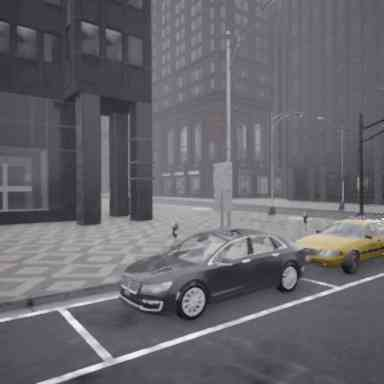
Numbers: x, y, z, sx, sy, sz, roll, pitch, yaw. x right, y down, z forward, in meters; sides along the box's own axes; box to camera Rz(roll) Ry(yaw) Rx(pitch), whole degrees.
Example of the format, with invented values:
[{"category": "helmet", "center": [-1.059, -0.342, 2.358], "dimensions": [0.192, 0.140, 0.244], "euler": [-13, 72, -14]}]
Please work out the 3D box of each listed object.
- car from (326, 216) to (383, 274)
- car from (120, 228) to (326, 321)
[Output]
[{"category": "car", "center": [4.965, 1.439, 10.264], "dimensions": [4.829, 1.417, 1.752], "euler": [-1, 0, -36]}, {"category": "car", "center": [0.635, 1.511, 7.135], "dimensions": [4.403, 1.369, 2.008], "euler": [-1, 0, -36]}]
